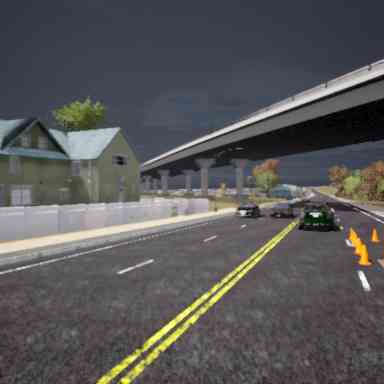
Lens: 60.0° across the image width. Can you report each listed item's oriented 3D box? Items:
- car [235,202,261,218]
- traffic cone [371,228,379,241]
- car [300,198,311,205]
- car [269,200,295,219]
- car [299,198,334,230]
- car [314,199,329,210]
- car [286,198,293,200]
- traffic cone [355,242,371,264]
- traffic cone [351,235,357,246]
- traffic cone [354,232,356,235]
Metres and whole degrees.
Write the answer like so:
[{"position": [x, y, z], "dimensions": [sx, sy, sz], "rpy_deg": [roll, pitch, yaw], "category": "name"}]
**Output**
[{"position": [5.698, 1.792, 33.598], "dimensions": [2.128, 1.511, 4.902], "rpy_deg": [-1, -1, 22], "category": "car"}, {"position": [8.806, 2.055, 16.021], "dimensions": [0.340, 0.580, 0.340], "rpy_deg": [-1, -1, 22], "category": "traffic cone"}, {"position": [24.246, 2.056, 71.154], "dimensions": [1.994, 1.385, 4.181], "rpy_deg": [-1, -1, 22], "category": "car"}, {"position": [8.948, 1.819, 32.961], "dimensions": [2.033, 1.411, 5.357], "rpy_deg": [-1, -1, 22], "category": "car"}, {"position": [8.518, 1.521, 22.724], "dimensions": [2.097, 1.767, 4.553], "rpy_deg": [-1, -1, 22], "category": "car"}, {"position": [19.935, 1.871, 51.178], "dimensions": [2.128, 1.511, 4.902], "rpy_deg": [-1, -1, 22], "category": "car"}, {"position": [21.224, 2.062, 72.350], "dimensions": [1.812, 1.442, 4.674], "rpy_deg": [-1, -1, 22], "category": "car"}, {"position": [5.614, 2.025, 10.845], "dimensions": [0.340, 0.580, 0.340], "rpy_deg": [-1, -1, 22], "category": "traffic cone"}, {"position": [6.369, 2.038, 12.696], "dimensions": [0.340, 0.580, 0.340], "rpy_deg": [-1, -1, 22], "category": "traffic cone"}, {"position": [7.125, 2.051, 14.548], "dimensions": [0.340, 0.580, 0.340], "rpy_deg": [-1, -1, 22], "category": "traffic cone"}]
